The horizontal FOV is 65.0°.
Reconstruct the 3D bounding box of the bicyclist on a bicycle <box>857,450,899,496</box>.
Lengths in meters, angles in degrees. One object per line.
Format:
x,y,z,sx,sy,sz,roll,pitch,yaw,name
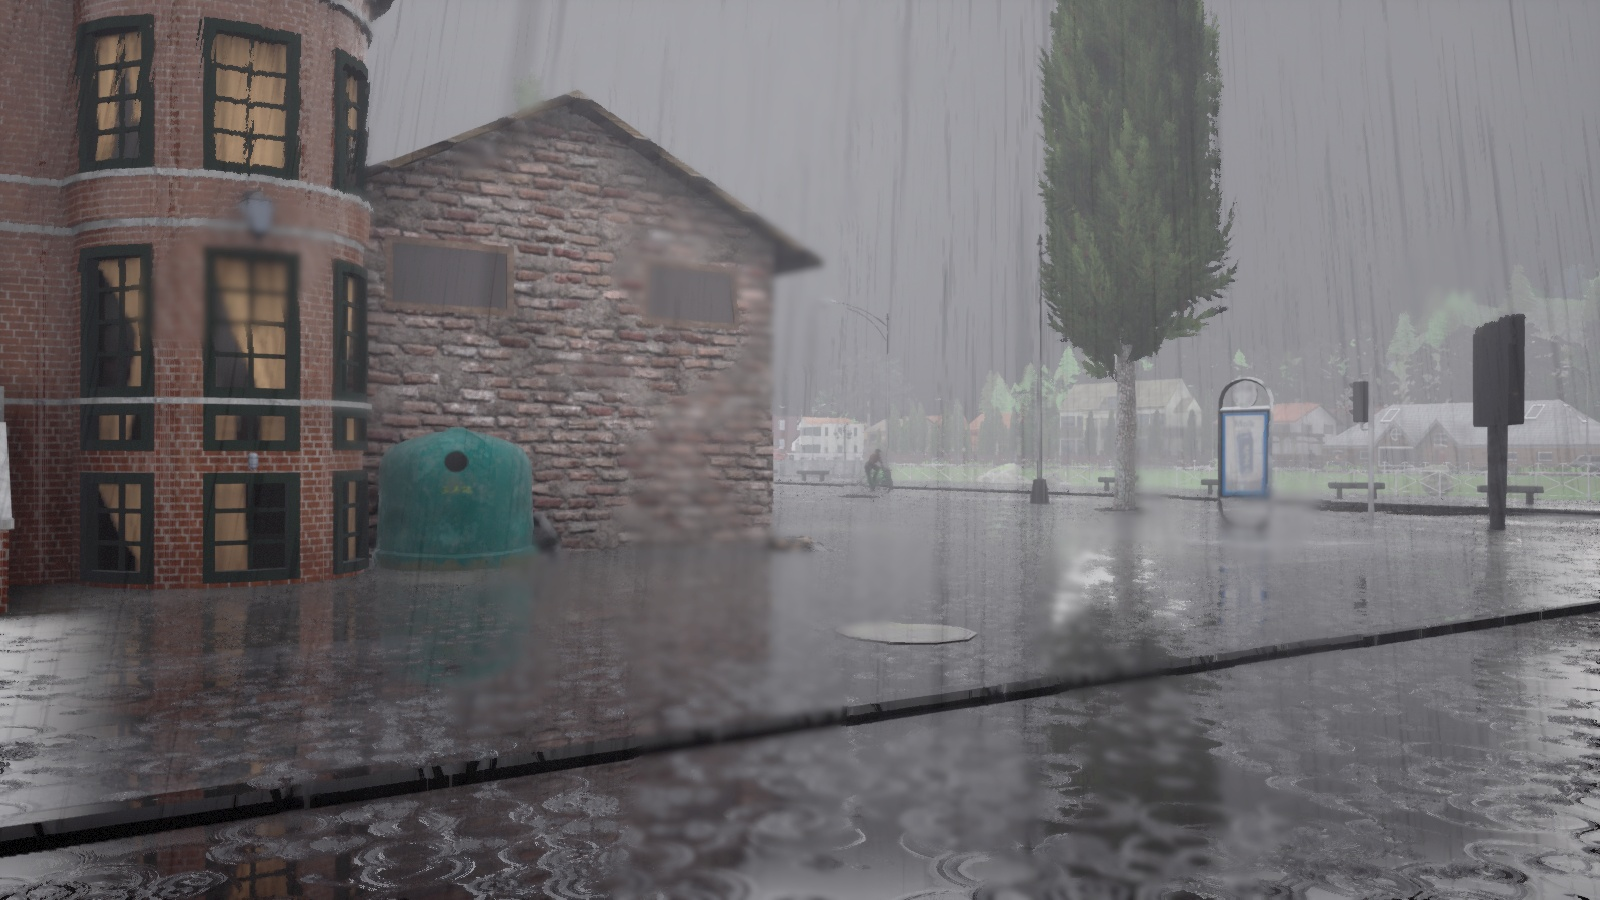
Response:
2.759,0.801,44.531,0.582,1.620,1.656,0,0,-35,bicyclist on a bicycle
